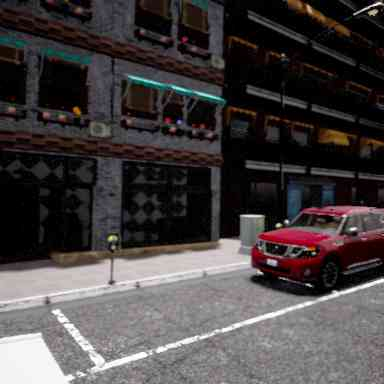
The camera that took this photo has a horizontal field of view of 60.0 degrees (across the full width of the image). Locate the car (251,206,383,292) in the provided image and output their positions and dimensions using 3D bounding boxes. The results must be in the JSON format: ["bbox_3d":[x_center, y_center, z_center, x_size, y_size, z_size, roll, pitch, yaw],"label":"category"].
[{"bbox_3d":[3.943,1.360,9.307,5.009,1.841,2.192,0,1,-35],"label":"car"}]

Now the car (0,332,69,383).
[{"bbox_3d":[-2.905,1.592,1.306,4.718,1.301,1.895,0,0,-35],"label":"car"}]
